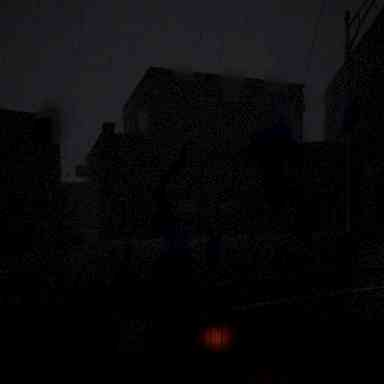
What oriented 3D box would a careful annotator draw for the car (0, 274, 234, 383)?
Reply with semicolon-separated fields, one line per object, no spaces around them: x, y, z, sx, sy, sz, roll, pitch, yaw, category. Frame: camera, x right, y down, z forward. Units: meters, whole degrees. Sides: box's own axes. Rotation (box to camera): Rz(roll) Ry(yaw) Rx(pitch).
-2.168;1.512;2.630;5.357;1.411;2.033;-1;1;-34;car
